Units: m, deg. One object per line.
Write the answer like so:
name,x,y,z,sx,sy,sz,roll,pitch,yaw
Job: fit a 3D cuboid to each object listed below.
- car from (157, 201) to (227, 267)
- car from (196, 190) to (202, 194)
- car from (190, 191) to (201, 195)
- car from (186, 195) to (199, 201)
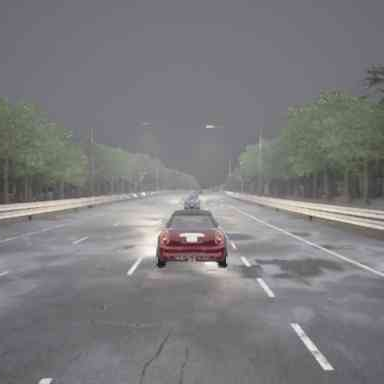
car,0.003,1.384,11.702,2.097,1.767,4.553,0,0,0
car,0.830,0.777,81.140,1.895,1.301,4.718,0,1,2
car,0.285,0.963,63.939,2.033,1.411,5.357,0,1,1
car,0.010,1.396,36.921,2.033,1.411,5.357,0,1,0
